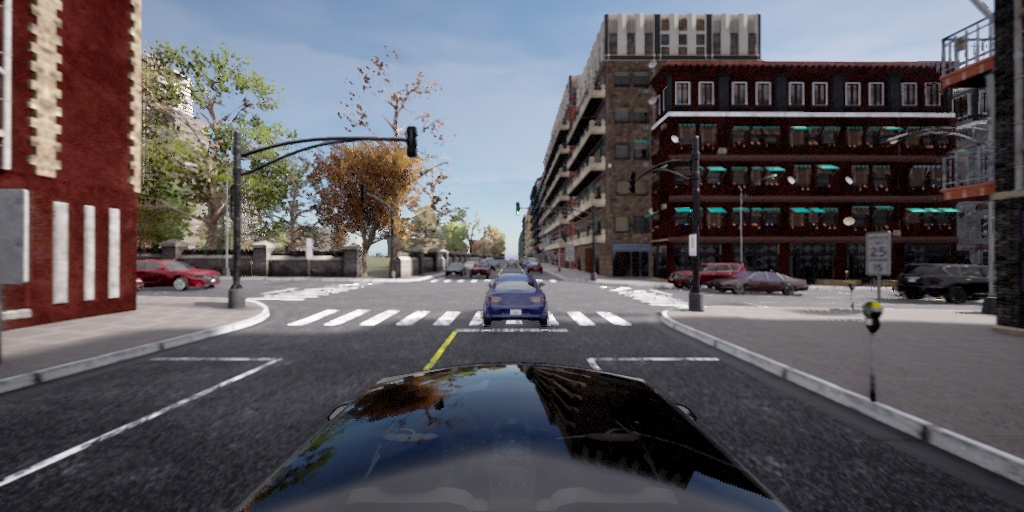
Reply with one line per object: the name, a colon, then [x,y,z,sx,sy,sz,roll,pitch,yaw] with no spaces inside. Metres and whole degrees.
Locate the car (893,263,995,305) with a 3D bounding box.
car: [23.807,1.439,18.931,5.566,2.045,2.150,1,0,0]

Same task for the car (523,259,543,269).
car: [2.689,1.346,42.574,1.888,1.381,4.507,0,0,0]

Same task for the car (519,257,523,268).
car: [2.688,1.275,59.465,1.967,1.591,4.097,0,0,0]

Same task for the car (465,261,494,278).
car: [-3.095,1.390,35.245,1.895,1.301,4.718,0,0,0]

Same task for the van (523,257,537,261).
van: [2.689,1.152,48.205,1.690,1.789,3.998,0,0,0]

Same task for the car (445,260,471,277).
car: [-5.691,1.358,36.944,1.948,1.339,4.313,0,0,0]

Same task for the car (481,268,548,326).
car: [0.099,1.284,11.540,1.812,1.442,4.674,0,0,0]

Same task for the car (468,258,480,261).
car: [-5.692,1.337,48.035,1.751,1.417,4.829,0,0,0]

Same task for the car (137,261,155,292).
car: [-18.962,1.018,15.912,4.207,1.307,1.802,0,0,-1]

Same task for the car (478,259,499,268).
car: [-3.072,1.412,47.752,1.895,1.301,4.718,0,0,0]

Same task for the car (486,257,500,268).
car: [-3.030,1.334,62.291,2.128,1.511,4.902,0,0,0]

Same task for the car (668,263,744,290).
car: [13.448,1.371,24.603,5.009,1.841,2.192,0,0,-1]

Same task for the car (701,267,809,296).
car: [15.016,1.620,22.030,5.357,1.411,2.033,1,0,-1]

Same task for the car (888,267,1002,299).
car: [26.567,1.635,22.138,4.553,1.767,2.097,1,0,0]

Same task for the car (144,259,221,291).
car: [-17.932,0.944,18.516,5.008,1.535,1.882,1,0,-1]

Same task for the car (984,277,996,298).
car: [24.956,1.809,16.366,4.207,1.307,1.802,0,0,-1]
